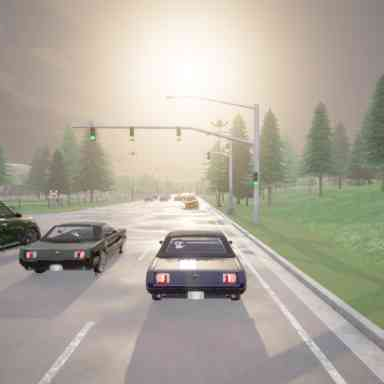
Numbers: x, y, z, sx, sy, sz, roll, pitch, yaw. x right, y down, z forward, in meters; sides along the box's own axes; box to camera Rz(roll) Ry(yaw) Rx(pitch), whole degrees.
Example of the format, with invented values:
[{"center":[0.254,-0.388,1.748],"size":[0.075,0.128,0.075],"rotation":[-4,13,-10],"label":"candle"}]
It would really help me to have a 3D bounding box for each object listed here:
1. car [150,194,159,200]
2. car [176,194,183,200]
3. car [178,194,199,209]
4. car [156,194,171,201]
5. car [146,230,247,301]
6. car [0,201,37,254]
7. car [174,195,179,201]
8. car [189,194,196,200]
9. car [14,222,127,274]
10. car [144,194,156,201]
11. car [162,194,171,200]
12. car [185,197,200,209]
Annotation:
[{"center":[-10.319,1.332,91.029],"size":[1.837,1.490,4.892],"rotation":[0,0,0],"label":"car"},{"center":[-3.319,1.357,91.015],"size":[1.812,1.442,4.674],"rotation":[0,0,0],"label":"car"},{"center":[-0.325,1.058,46.582],"size":[1.882,1.535,5.008],"rotation":[-11,16,-7],"label":"car"},{"center":[-6.840,1.531,80.602],"size":[2.033,1.411,5.357],"rotation":[0,0,0],"label":"car"},{"center":[0.096,1.601,8.301],"size":[1.895,1.301,4.718],"rotation":[0,0,0],"label":"car"},{"center":[-6.882,1.222,10.333],"size":[2.150,2.045,5.566],"rotation":[0,0,0],"label":"car"},{"center":[-3.339,1.545,81.012],"size":[1.994,1.385,4.181],"rotation":[0,0,0],"label":"car"},{"center":[0.181,1.372,91.008],"size":[2.033,1.411,5.357],"rotation":[0,0,0],"label":"car"},{"center":[-3.379,1.601,10.544],"size":[1.895,1.301,4.718],"rotation":[0,0,0],"label":"car"},{"center":[-10.340,1.531,80.609],"size":[2.033,1.411,5.357],"rotation":[0,0,0],"label":"car"},{"center":[-6.819,1.372,91.022],"size":[2.033,1.411,5.357],"rotation":[0,0,0],"label":"car"},{"center":[0.096,1.591,49.966],"size":[2.033,1.411,5.357],"rotation":[0,2,0],"label":"car"}]
